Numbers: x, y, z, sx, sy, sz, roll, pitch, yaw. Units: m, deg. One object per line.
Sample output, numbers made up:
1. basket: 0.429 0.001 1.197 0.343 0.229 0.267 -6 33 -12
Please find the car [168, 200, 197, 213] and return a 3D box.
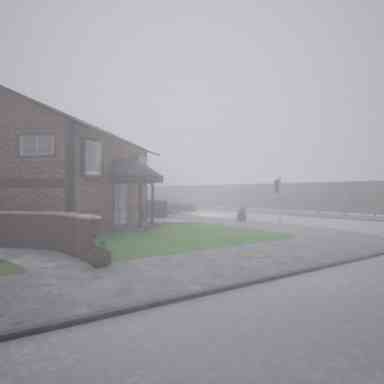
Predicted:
1. car: -1.417 1.581 36.759 1.895 1.301 4.718 0 0 -35
